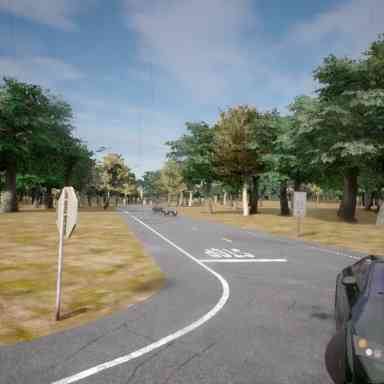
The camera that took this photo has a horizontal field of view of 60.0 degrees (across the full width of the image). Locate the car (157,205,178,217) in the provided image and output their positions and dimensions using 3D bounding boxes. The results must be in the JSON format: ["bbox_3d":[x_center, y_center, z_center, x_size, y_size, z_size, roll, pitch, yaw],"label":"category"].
[{"bbox_3d":[-3.411,2.850,48.022,1.895,1.301,4.718,3,-2,-13],"label":"car"}]

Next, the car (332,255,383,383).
[{"bbox_3d":[3.094,1.643,4.607,1.994,1.385,4.181,1,-1,22],"label":"car"}]

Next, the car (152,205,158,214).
[{"bbox_3d":[-5.649,2.961,56.873,1.882,1.535,5.008,3,-2,-14],"label":"car"}]
